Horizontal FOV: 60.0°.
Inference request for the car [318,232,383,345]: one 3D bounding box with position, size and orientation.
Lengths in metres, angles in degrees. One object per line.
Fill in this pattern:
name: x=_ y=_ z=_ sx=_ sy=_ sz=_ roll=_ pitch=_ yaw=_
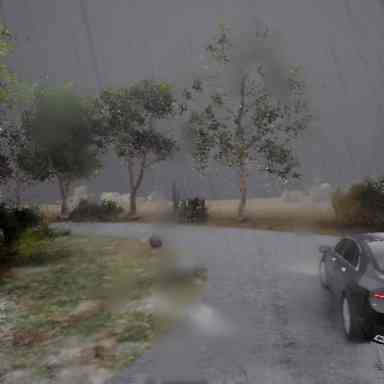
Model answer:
car: x=3.633 y=1.523 z=6.267 sx=1.837 sy=1.490 sz=4.892 roll=0 pitch=0 yaw=15
